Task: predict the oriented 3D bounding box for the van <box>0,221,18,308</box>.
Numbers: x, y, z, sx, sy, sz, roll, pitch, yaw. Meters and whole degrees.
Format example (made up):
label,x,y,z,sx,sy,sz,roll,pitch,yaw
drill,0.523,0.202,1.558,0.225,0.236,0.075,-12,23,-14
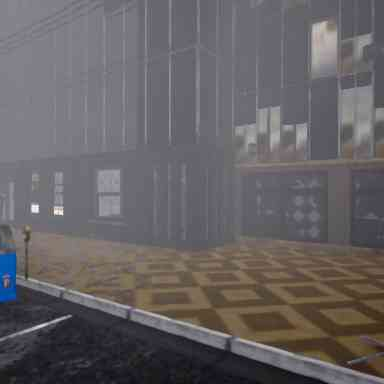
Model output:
label,x,y,z,sx,sy,sz,roll,pitch,yaw
van,-5.079,1.340,6.492,3.998,1.788,1.690,0,0,36
